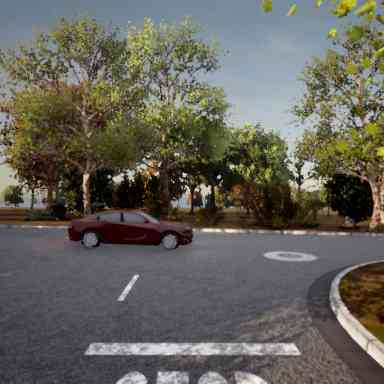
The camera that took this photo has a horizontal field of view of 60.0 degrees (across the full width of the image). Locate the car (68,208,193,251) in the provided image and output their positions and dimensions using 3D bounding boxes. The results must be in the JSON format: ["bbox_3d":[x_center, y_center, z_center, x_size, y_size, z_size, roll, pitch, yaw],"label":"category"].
[{"bbox_3d":[-2.450,1.448,13.662,5.008,1.535,1.882,2,0,0],"label":"car"}]
